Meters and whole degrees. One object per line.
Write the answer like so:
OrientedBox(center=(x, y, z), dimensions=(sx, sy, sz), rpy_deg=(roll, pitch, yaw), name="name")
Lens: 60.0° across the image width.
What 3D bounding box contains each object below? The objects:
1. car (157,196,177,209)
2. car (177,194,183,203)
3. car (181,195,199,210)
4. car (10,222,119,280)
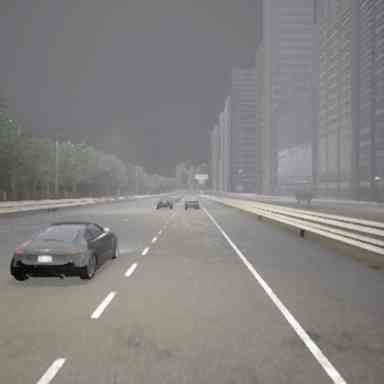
OrientedBox(center=(-3.605, 1.409, 45.572), dimensions=(2.097, 1.767, 4.553), rpy_deg=(0, 0, 0), name="car")
OrientedBox(center=(-3.790, 1.667, 75.649), dimensions=(2.128, 1.511, 4.902), rpy_deg=(0, 0, 0), name="car")
OrientedBox(center=(0.001, 1.546, 44.602), dimensions=(2.128, 1.511, 4.902), rpy_deg=(0, 0, 0), name="car")
OrientedBox(center=(-3.505, 1.567, 9.935), dimensions=(1.994, 1.385, 4.181), rpy_deg=(0, 0, 0), name="car")
